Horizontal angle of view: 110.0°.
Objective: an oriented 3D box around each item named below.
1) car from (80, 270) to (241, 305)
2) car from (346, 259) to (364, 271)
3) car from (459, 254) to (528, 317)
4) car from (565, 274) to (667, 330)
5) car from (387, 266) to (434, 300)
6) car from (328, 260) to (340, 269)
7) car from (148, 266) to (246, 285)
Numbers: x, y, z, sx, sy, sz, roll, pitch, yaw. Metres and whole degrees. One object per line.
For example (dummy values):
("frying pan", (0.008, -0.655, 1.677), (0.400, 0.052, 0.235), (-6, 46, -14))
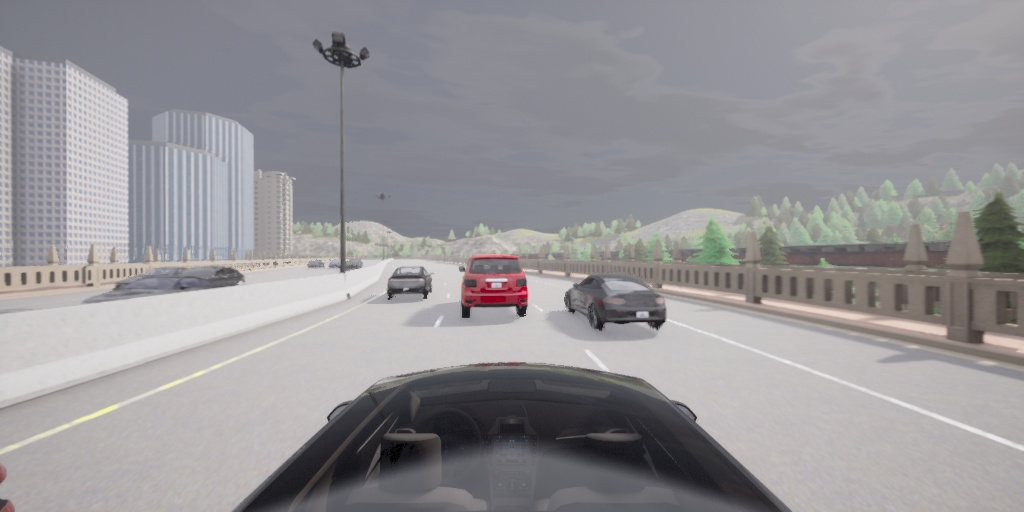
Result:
("car", (-11.370, 1.354, 11.766), (1.994, 1.385, 4.181), (0, 0, -7))
("car", (-22.243, 1.161, 50.874), (2.097, 1.767, 4.553), (0, 0, -18))
("car", (-0.777, 0.968, 13.383), (2.150, 2.045, 5.566), (0, 0, -7))
("car", (2.968, 1.258, 10.979), (1.812, 1.442, 4.674), (0, 0, -5))
("car", (-5.033, 1.252, 18.047), (2.128, 1.511, 4.902), (0, 0, -10))
("car", (-28.188, 1.354, 57.639), (1.812, 1.442, 4.674), (0, 0, -18))
("car", (-16.030, 1.309, 18.885), (1.837, 1.490, 4.892), (0, 0, -12))
